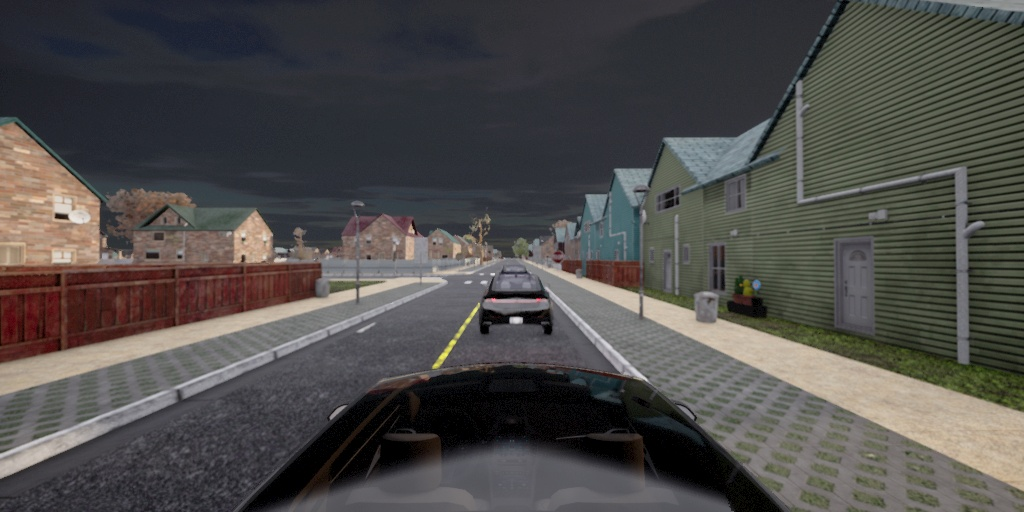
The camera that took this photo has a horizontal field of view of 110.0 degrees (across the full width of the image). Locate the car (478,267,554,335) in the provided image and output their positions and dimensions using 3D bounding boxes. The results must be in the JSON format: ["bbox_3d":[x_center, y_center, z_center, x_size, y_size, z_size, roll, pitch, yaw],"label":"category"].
[{"bbox_3d":[0.118,1.237,10.490,2.128,1.511,4.902,0,0,0],"label":"car"}]

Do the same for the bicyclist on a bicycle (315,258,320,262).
[{"bbox_3d":[-20.121,1.078,37.073,0.582,1.620,1.656,0,0,0],"label":"bicyclist on a bicycle"}]

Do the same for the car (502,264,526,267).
[{"bbox_3d":[0.097,1.232,20.987,2.128,1.511,4.902,0,0,-1],"label":"car"}]
